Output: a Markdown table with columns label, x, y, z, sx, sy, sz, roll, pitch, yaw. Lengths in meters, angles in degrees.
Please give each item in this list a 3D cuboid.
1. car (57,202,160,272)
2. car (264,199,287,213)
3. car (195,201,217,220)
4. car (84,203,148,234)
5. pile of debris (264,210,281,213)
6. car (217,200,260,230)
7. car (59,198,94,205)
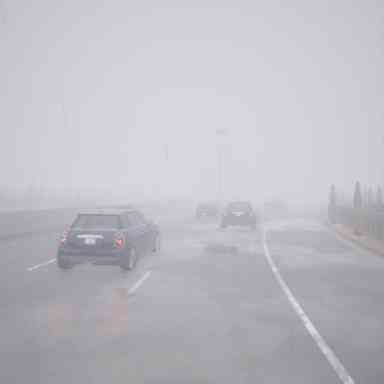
| label | x | y | z | sx | sy | sz | roll | pitch | yaw |
| --- | --- | --- | --- | --- | --- | --- | --- | --- | --- |
| car | -2.467 | 1.337 | 10.988 | 2.097 | 1.767 | 4.553 | 0 | 0 | 7 |
| car | 9.728 | 1.508 | 38.463 | 1.882 | 1.535 | 5.008 | 0 | 0 | 26 |
| car | 1.712 | 1.503 | 28.550 | 1.837 | 1.490 | 4.892 | 0 | 0 | 18 |
| car | -4.366 | 1.478 | 20.076 | 1.837 | 1.490 | 4.892 | 0 | 0 | 12 |
| pile of debris | 9.226 | 2.204 | 37.958 | 1.500 | 0.140 | 1.860 | 0 | 0 | 27 |
| car | 3.255 | 1.359 | 21.673 | 2.097 | 1.767 | 4.553 | 0 | 0 | 15 |
| car | -13.357 | 1.432 | 38.846 | 1.837 | 1.490 | 4.892 | 0 | -1 | 22 |
